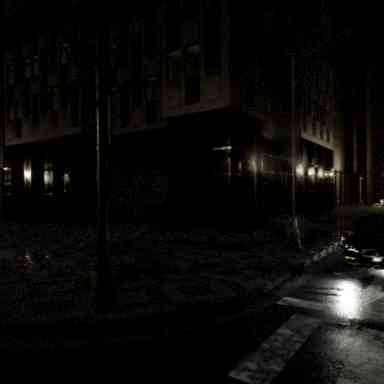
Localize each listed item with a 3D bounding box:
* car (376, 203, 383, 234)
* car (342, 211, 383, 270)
[{"bbox_3d":[12.090,1.453,19.067,2.128,1.511,4.902,-1,0,35],"label":"car"},{"bbox_3d":[6.107,1.487,10.588,1.837,1.490,4.892,-1,0,34],"label":"car"}]
